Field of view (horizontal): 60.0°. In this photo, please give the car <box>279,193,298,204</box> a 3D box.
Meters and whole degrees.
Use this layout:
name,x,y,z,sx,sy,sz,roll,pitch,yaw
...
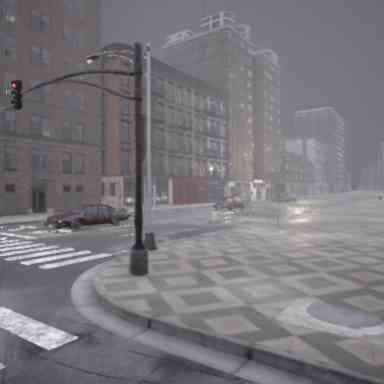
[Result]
name,x,y,z,sx,sy,sz,roll,pitch,yaw
car,14.403,0.967,49.938,1.837,1.490,4.892,0,1,36

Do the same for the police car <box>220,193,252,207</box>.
name,x,y,z,sx,sy,sz,roll,pitch,yaw
police car,5.863,1.045,43.624,1.930,1.638,5.238,0,1,36

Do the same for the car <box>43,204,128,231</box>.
name,x,y,z,sx,sy,sz,roll,pitch,yaw
car,-6.482,1.504,21.045,2.033,1.411,5.357,0,1,36

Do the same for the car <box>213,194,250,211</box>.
name,x,y,z,sx,sy,sz,roll,pitch,yaw
car,4.098,1.229,35.762,1.812,1.442,4.674,0,1,36
